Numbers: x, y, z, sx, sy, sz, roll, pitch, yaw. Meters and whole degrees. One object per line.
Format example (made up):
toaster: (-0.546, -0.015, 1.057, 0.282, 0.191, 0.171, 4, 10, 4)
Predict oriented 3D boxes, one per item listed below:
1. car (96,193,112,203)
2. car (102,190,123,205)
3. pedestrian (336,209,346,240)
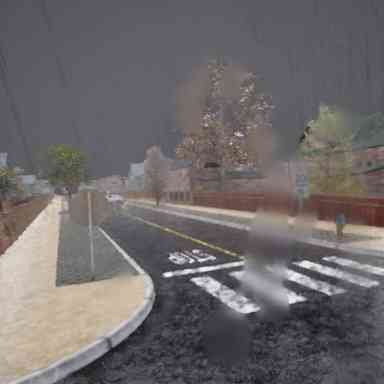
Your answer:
car: (-14.953, 1.002, 56.597, 2.128, 1.511, 4.902, -3, 1, -20)
car: (-11.220, 0.767, 47.051, 2.150, 2.045, 5.566, -3, 1, -21)
pedestrian: (5.268, 1.124, 11.692, 0.500, 1.100, 0.500, -2, 0, -21)
